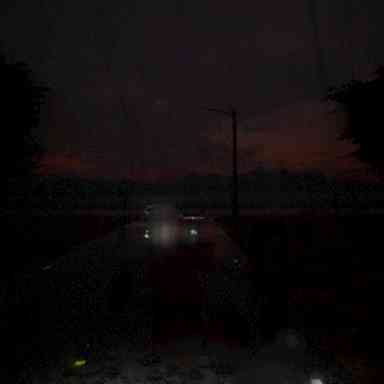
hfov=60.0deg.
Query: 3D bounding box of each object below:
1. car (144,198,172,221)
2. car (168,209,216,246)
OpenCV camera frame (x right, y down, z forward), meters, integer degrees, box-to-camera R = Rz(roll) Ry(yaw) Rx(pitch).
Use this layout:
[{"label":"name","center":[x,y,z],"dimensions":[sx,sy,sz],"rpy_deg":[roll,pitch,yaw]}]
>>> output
[{"label":"car","center":[-3.015,1.556,30.709],"dimensions":[2.150,2.045,5.566],"rpy_deg":[0,-1,0]},{"label":"car","center":[0.087,1.730,16.149],"dimensions":[1.994,1.385,4.181],"rpy_deg":[0,-1,0]}]
